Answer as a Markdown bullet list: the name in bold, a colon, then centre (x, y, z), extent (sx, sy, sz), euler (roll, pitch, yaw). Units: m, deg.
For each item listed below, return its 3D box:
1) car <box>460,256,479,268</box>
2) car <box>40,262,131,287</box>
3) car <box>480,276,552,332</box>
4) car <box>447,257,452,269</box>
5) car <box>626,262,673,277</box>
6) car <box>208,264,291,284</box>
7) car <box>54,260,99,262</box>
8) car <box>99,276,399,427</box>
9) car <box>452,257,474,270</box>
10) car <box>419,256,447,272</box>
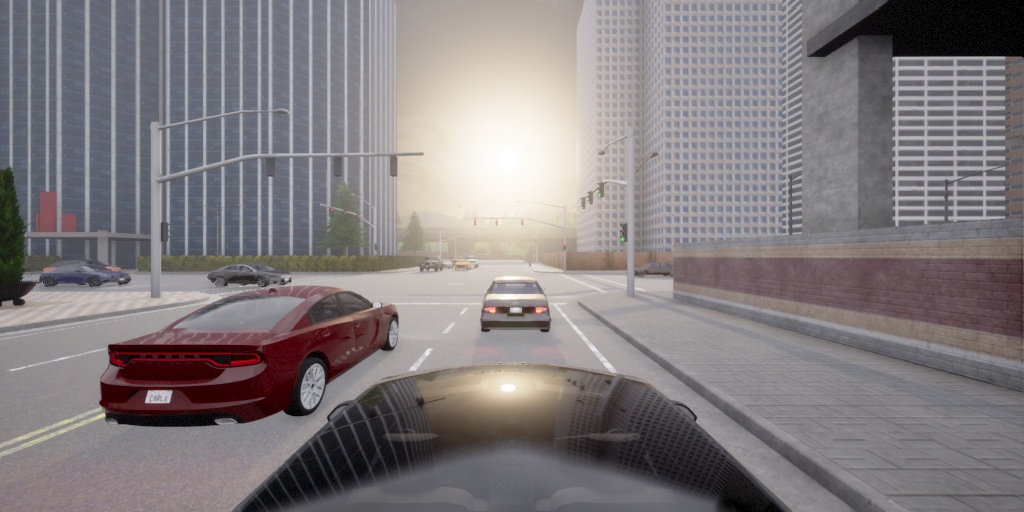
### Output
- **car**: centre (-7.028, 0.972, 61.844), extent (2.150, 2.045, 5.566), euler (0, 0, 0)
- **car**: centre (-28.113, 1.276, 23.677), extent (4.674, 1.442, 1.812), euler (0, 0, 0)
- **car**: centre (0.090, 1.297, 10.801), extent (2.033, 1.411, 5.357), euler (0, 0, 0)
- **car**: centre (-10.549, 1.276, 56.936), extent (1.812, 1.442, 4.674), euler (0, 0, 0)
- **car**: centre (13.914, 1.297, 34.780), extent (5.357, 1.411, 2.033), euler (0, 0, 0)
- **car**: centre (-16.765, 1.241, 23.150), extent (4.902, 1.511, 2.128), euler (0, 0, 8)
- **car**: centre (-32.272, 1.102, 27.149), extent (4.553, 1.767, 2.097), euler (0, 0, 0)
- **car**: centre (-3.440, 1.228, 5.988), extent (1.882, 1.535, 5.008), euler (0, 0, 0)
- **car**: centre (-7.061, 1.228, 52.003), extent (1.882, 1.535, 5.008), euler (0, 0, 0)
- **car**: centre (-10.568, 0.972, 47.397), extent (2.150, 2.045, 5.566), euler (0, 0, 0)
